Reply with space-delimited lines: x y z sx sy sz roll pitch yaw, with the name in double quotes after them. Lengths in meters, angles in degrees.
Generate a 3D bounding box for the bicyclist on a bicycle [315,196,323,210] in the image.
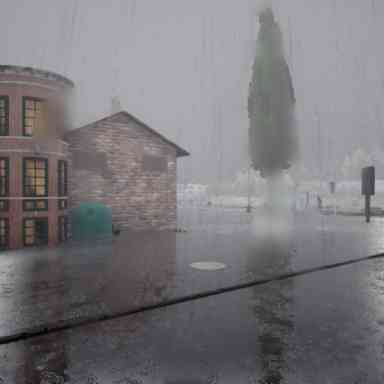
15.318 1.349 40.146 1.656 1.620 0.582 0 0 -36 "bicyclist on a bicycle"
